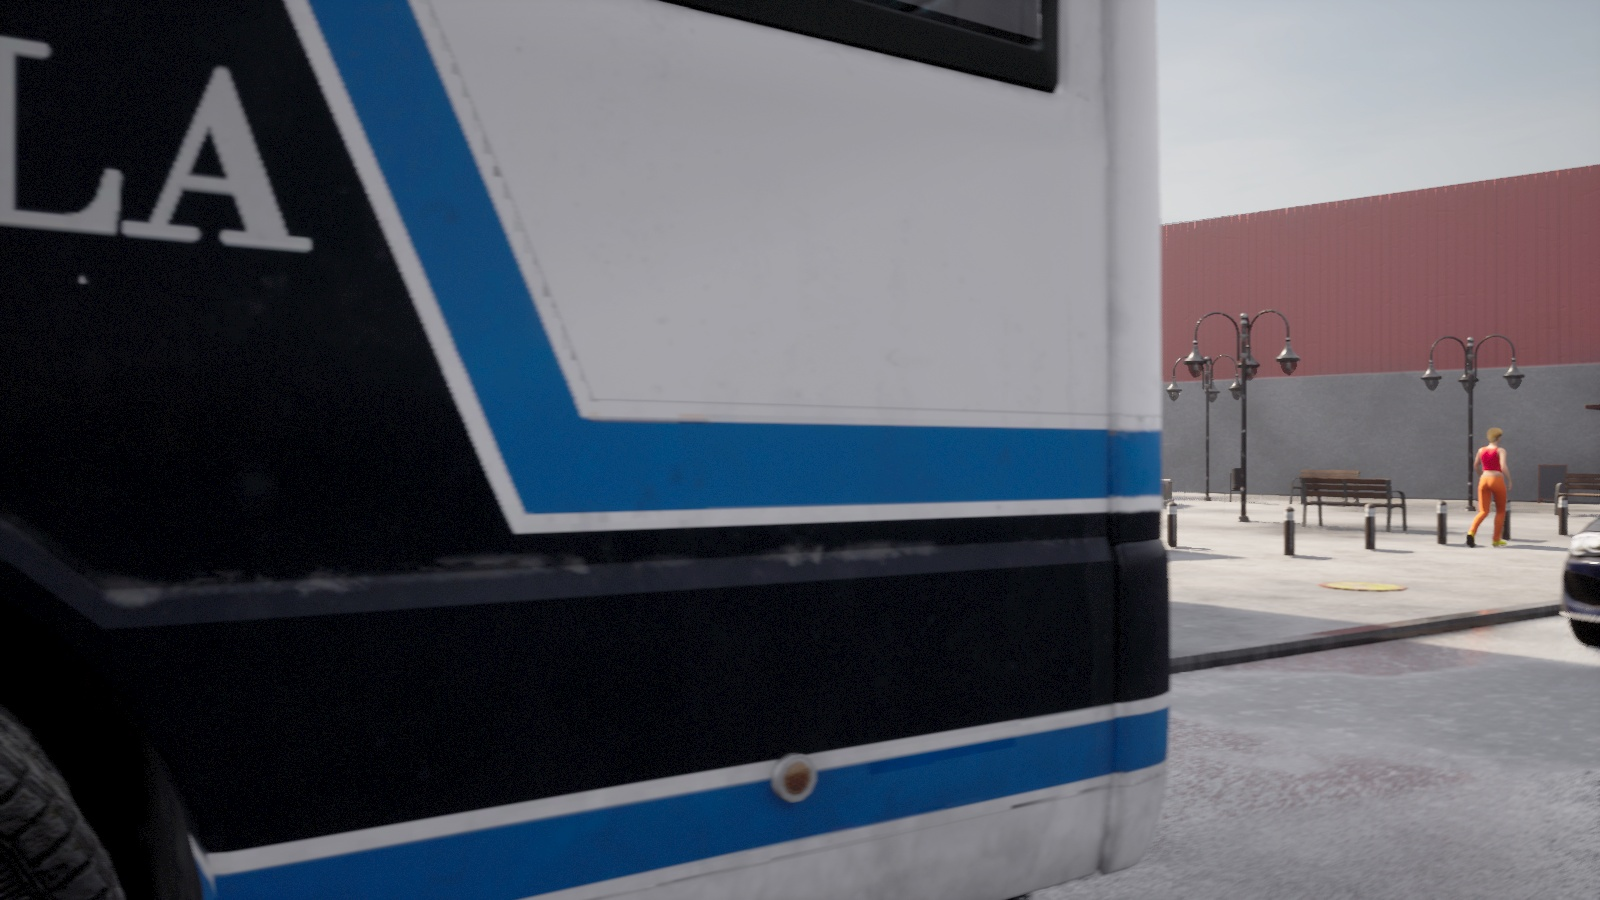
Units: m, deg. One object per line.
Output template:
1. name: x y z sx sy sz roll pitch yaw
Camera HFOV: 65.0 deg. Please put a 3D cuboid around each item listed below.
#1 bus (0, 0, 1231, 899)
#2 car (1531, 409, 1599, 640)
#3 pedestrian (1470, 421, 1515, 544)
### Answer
1. bus: -4.504 -0.619 1.136 10.273 4.253 3.944 0 0 -35
2. car: 8.136 0.531 9.929 5.027 1.651 2.152 0 0 -35
3. pedestrian: 10.508 0.479 19.067 0.594 1.836 0.345 0 0 -32
